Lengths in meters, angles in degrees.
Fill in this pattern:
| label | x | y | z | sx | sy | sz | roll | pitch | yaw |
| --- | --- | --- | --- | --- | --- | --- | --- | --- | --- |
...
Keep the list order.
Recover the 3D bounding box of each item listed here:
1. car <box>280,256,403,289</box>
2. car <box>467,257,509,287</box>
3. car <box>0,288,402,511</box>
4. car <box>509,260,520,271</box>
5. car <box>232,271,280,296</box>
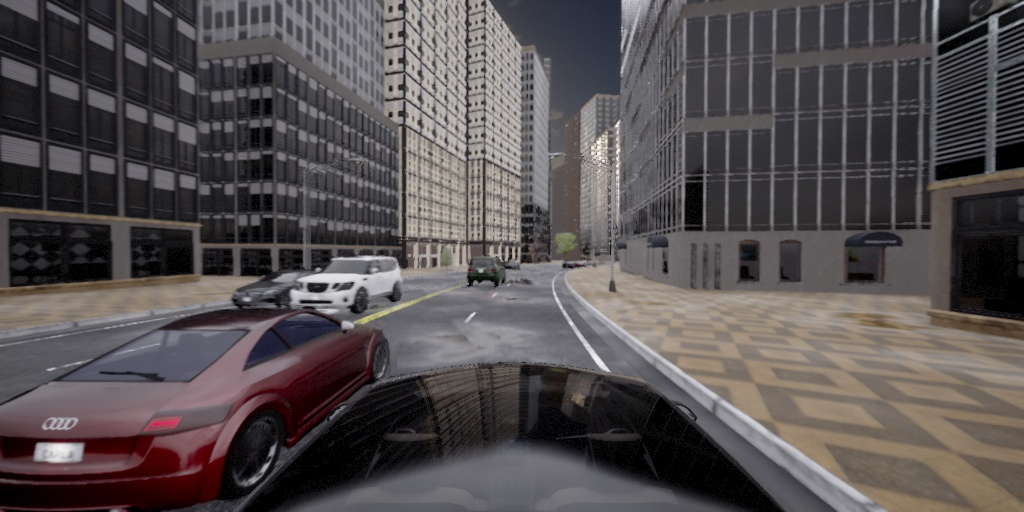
| label | x | y | z | sx | sy | sz | roll | pitch | yaw |
| --- | --- | --- | --- | --- | --- | --- | --- | --- | --- |
| car | -6.203 | 1.019 | 14.349 | 2.150 | 2.045 | 5.566 | 0 | 0 | 3 |
| car | -1.776 | 1.107 | 26.290 | 2.150 | 2.045 | 5.566 | 0 | 0 | 6 |
| car | -3.077 | 1.318 | 4.455 | 1.994 | 1.385 | 4.181 | 0 | 0 | 0 |
| car | -0.117 | 1.416 | 56.045 | 2.097 | 1.767 | 4.553 | 0 | 0 | 14 |
| car | -9.389 | 1.312 | 15.219 | 1.812 | 1.442 | 4.674 | 0 | 0 | 4 |
